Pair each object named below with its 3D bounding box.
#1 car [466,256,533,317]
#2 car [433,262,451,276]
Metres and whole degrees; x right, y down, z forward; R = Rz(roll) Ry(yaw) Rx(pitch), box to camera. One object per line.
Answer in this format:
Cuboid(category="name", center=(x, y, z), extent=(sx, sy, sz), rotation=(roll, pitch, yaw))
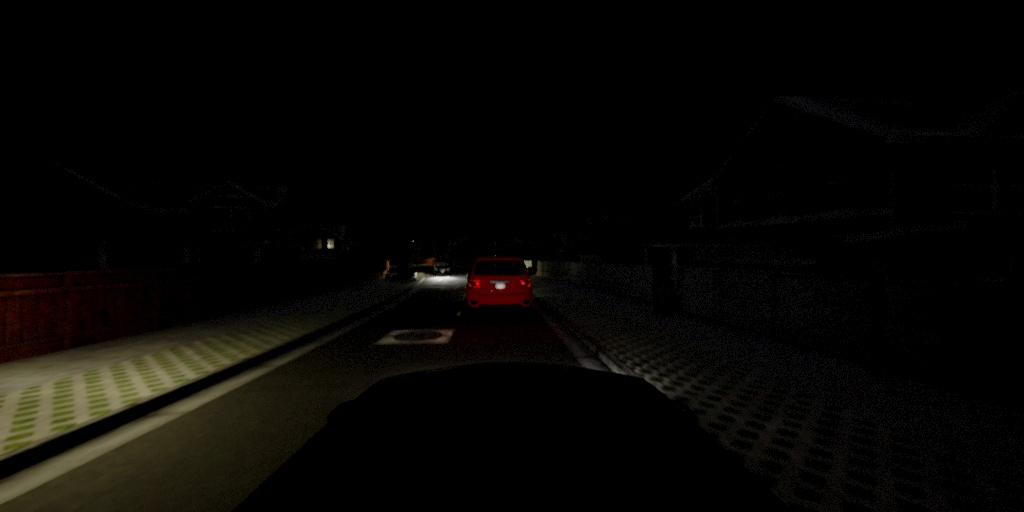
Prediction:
Cuboid(category="car", center=(-0.545, 1.002, 13.515), extent=(2.150, 2.045, 5.566), rotation=(0, 0, -4))
Cuboid(category="car", center=(-7.771, 1.383, 39.625), extent=(2.128, 1.511, 4.902), rotation=(0, 0, -13))
